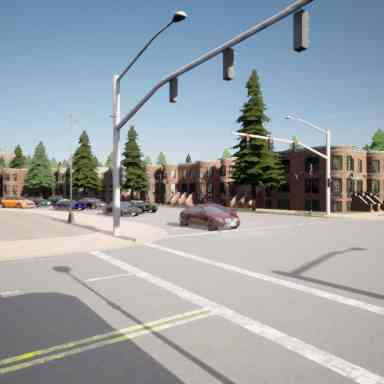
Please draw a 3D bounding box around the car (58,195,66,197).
[{"bbox_3d":[-23.225,1.352,56.500,4.553,1.767,2.097,0,0,21],"label":"car"}]

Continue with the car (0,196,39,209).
[{"bbox_3d":[-23.669,1.352,45.348,4.553,1.767,2.097,0,0,25],"label":"car"}]

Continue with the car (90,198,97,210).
[{"bbox_3d":[-12.831,1.492,42.602,4.902,1.511,2.128,0,0,38],"label":"car"}]

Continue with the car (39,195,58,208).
[{"bbox_3d":[-22.753,1.492,48.785,4.902,1.511,2.128,0,0,24],"label":"car"}]

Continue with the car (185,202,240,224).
[{"bbox_3d":[1.517,1.564,25.811,1.994,1.385,4.181,0,0,-37],"label":"car"}]

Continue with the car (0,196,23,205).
[{"bbox_3d":[-32.908,1.492,58.970,4.902,1.511,2.128,0,0,9],"label":"car"}]

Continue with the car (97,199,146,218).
[{"bbox_3d":[-6.694,1.548,31.070,2.033,1.411,5.357,0,0,-37],"label":"car"}]

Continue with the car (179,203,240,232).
[{"bbox_3d":[0.937,1.526,20.624,1.812,1.442,4.674,0,0,-36],"label":"car"}]

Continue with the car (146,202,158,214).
[{"bbox_3d":[-5.526,1.601,35.133,1.895,1.301,4.718,0,0,-39],"label":"car"}]

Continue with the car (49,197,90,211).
[{"bbox_3d":[-14.627,1.601,39.657,4.718,1.301,1.895,0,0,39],"label":"car"}]
